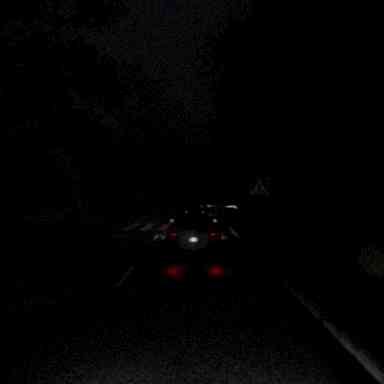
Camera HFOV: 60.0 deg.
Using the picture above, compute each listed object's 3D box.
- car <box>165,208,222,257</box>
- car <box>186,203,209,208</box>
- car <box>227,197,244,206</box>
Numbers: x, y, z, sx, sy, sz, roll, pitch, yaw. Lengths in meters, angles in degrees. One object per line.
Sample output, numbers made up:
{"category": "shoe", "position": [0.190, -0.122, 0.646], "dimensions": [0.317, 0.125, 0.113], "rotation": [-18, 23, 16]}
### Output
{"category": "car", "position": [0.058, 1.540, 12.937], "dimensions": [1.994, 1.385, 4.181], "rotation": [0, 0, 0]}
{"category": "car", "position": [0.444, 1.563, 27.380], "dimensions": [1.895, 1.301, 4.718], "rotation": [0, 0, 5]}
{"category": "car", "position": [7.306, 1.537, 53.060], "dimensions": [1.994, 1.385, 4.181], "rotation": [-1, -1, 39]}
